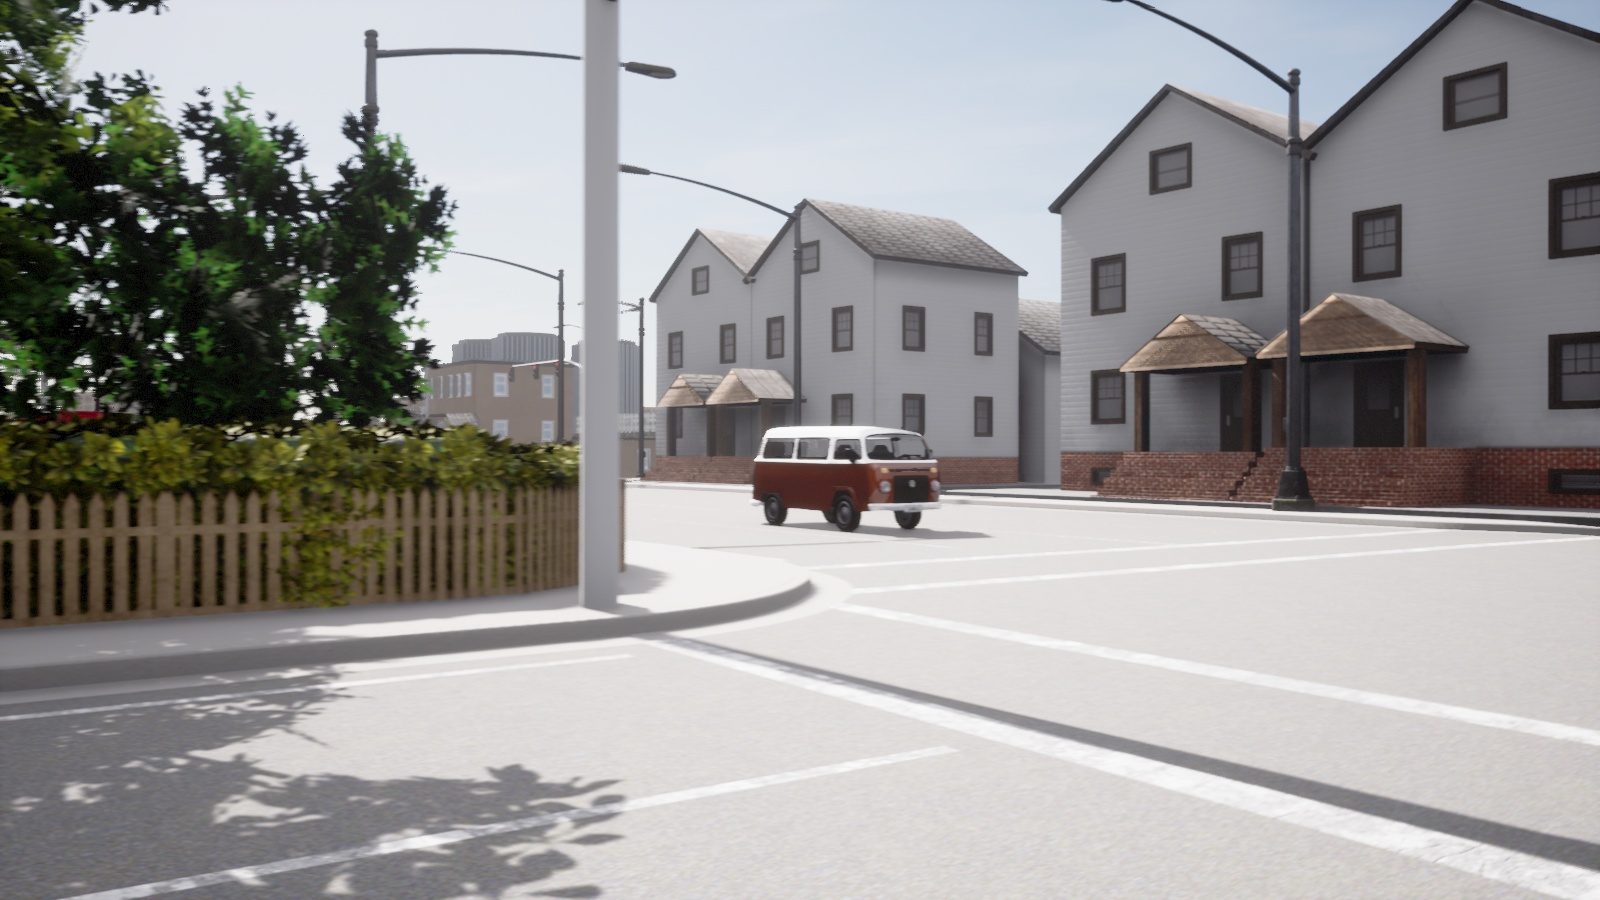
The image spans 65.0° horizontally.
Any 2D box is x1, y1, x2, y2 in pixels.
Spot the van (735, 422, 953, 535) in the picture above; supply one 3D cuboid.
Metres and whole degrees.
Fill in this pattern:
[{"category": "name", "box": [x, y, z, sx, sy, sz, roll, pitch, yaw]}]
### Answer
[{"category": "van", "box": [0.772, 0.528, 25.066, 2.069, 2.038, 4.480, 0, 0, -35]}]
